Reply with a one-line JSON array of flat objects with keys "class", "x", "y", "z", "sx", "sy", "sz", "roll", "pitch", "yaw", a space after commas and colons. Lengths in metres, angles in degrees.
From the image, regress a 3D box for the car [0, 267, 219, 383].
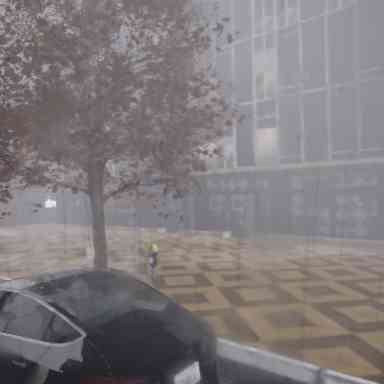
[{"class": "car", "x": -1.726, "y": 1.606, "z": 3.968, "sx": 4.313, "sy": 1.339, "sz": 1.947, "roll": -1, "pitch": -1, "yaw": 36}]
